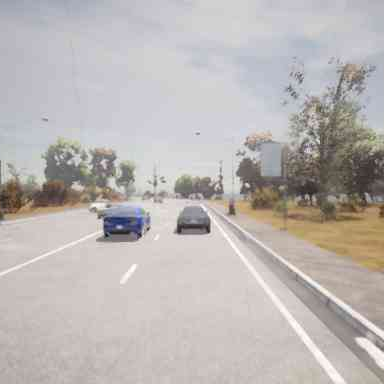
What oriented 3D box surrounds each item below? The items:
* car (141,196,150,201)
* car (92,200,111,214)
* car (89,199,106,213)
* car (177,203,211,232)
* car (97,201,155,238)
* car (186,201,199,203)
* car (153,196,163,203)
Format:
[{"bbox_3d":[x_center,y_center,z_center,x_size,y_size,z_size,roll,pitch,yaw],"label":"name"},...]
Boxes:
[{"bbox_3d":[-11.097,1.574,79.797,1.812,1.442,4.674,0,0,-4],"label":"car"},{"bbox_3d":[-7.097,1.644,29.872,1.895,1.301,4.718,0,0,0],"label":"car"},{"bbox_3d":[-10.590,1.583,38.851,1.812,1.442,4.674,0,0,0],"label":"car"},{"bbox_3d":[0.101,1.594,20.467,1.994,1.385,4.181,0,0,0],"label":"car"},{"bbox_3d":[-3.400,1.504,18.058,1.882,1.535,5.008,0,0,0],"label":"car"},{"bbox_3d":[0.100,1.657,38.620,1.895,1.301,4.718,0,0,0],"label":"car"},{"bbox_3d":[-7.160,1.626,70.433,2.128,1.511,4.902,0,0,-2],"label":"car"}]
